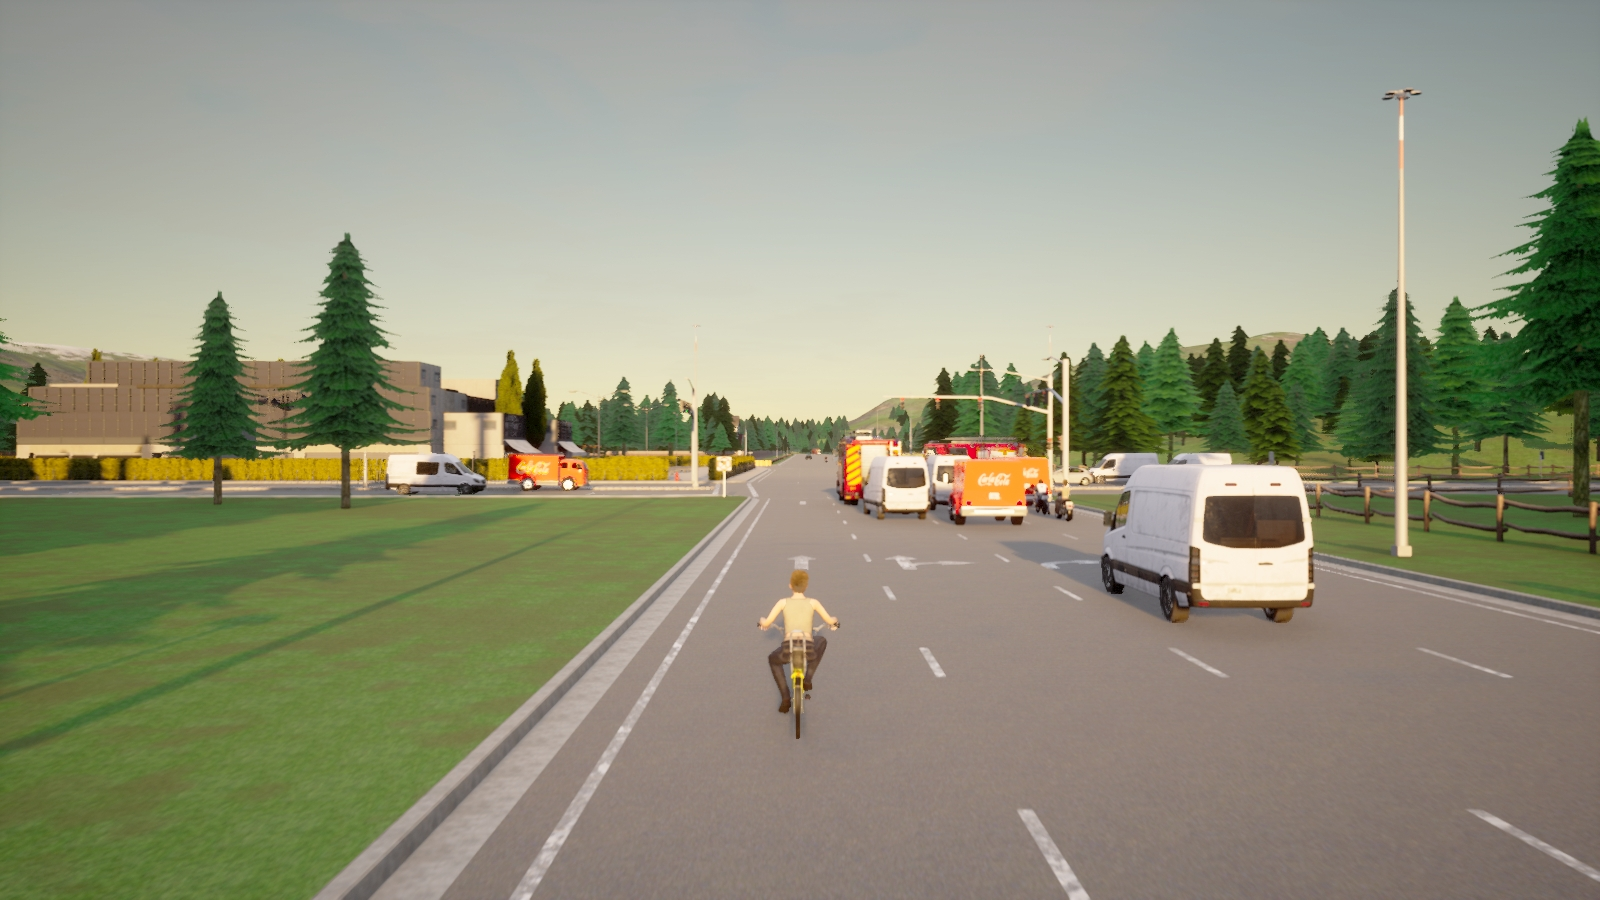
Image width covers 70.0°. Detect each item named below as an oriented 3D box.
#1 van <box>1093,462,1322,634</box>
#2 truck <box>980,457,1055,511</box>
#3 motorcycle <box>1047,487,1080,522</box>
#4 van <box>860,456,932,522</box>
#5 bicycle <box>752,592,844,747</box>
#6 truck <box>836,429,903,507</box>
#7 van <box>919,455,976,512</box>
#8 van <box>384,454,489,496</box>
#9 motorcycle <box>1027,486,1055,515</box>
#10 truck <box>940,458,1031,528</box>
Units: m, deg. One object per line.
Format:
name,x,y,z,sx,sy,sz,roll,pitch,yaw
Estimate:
van,6.999,1.534,20.455,1.988,2.561,5.915,0,0,0
truck,10.486,1.569,55.499,2.627,2.467,5.204,0,0,0
motorcycle,10.500,2.155,45.568,0.764,1.307,2.356,0,0,0
van,3.929,1.535,47.731,1.988,2.561,5.915,0,0,-5
bicycle,-0.015,2.158,11.507,0.859,1.276,1.487,0,0,0
truck,3.557,0.891,60.208,2.891,3.827,8.468,0,0,-1
van,7.002,1.535,54.853,1.988,2.561,5.915,0,0,0
van,-22.426,1.534,70.639,5.915,2.561,1.988,0,0,-1
motorcycle,10.498,2.187,49.763,0.803,1.199,2.033,0,0,0
truck,6.998,1.566,43.694,2.627,2.467,5.204,0,0,0
